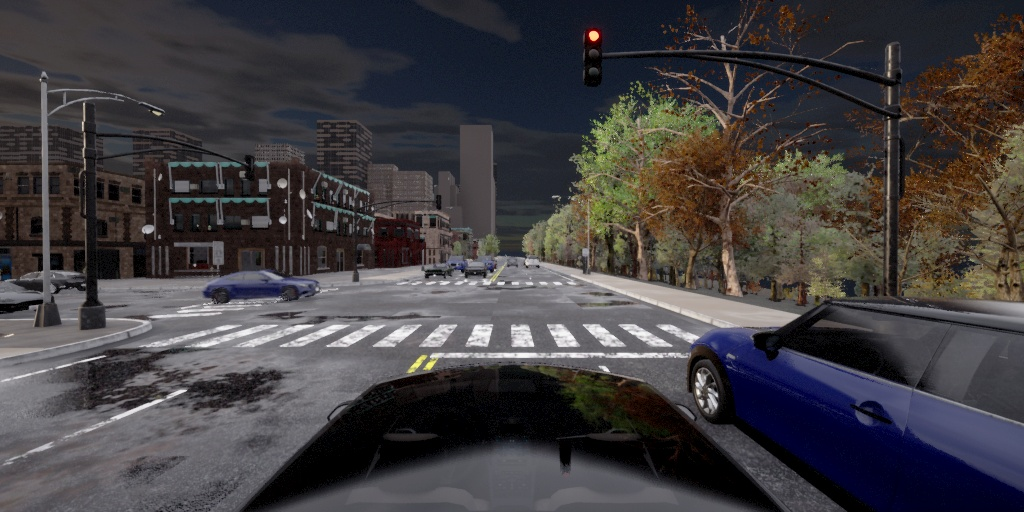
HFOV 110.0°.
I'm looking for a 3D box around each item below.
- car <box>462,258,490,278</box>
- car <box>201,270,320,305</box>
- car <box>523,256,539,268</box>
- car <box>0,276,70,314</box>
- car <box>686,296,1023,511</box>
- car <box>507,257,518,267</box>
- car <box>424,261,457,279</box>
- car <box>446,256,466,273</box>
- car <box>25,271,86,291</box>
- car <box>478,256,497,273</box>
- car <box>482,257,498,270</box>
[{"bbox_3d":[-3.340,1.218,34.015,1.882,1.535,5.008,0,0,-2],"label":"car"},{"bbox_3d":[-11.405,1.358,16.463,4.674,1.442,1.812,-2,1,-6],"label":"car"},{"bbox_3d":[3.361,0.950,59.848,2.150,2.045,5.566,0,0,0],"label":"car"},{"bbox_3d":[-19.944,1.565,13.361,4.313,1.339,1.948,0,0,0],"label":"car"},{"bbox_3d":[3.351,1.102,2.900,2.097,1.767,4.553,0,0,0],"label":"car"},{"bbox_3d":[0.110,1.274,63.730,2.033,1.411,5.357,0,0,0],"label":"car"},{"bbox_3d":[-6.594,1.341,32.785,1.895,1.301,4.718,0,0,0],"label":"car"},{"bbox_3d":[-6.575,0.959,42.803,2.150,2.045,5.566,0,0,0],"label":"car"},{"bbox_3d":[-28.276,1.560,21.875,4.403,1.370,2.007,0,0,0],"label":"car"},{"bbox_3d":[-3.333,0.957,44.047,2.150,2.045,5.566,0,0,0],"label":"car"},{"bbox_3d":[-3.321,1.083,54.318,2.097,1.767,4.553,0,0,0],"label":"car"}]
